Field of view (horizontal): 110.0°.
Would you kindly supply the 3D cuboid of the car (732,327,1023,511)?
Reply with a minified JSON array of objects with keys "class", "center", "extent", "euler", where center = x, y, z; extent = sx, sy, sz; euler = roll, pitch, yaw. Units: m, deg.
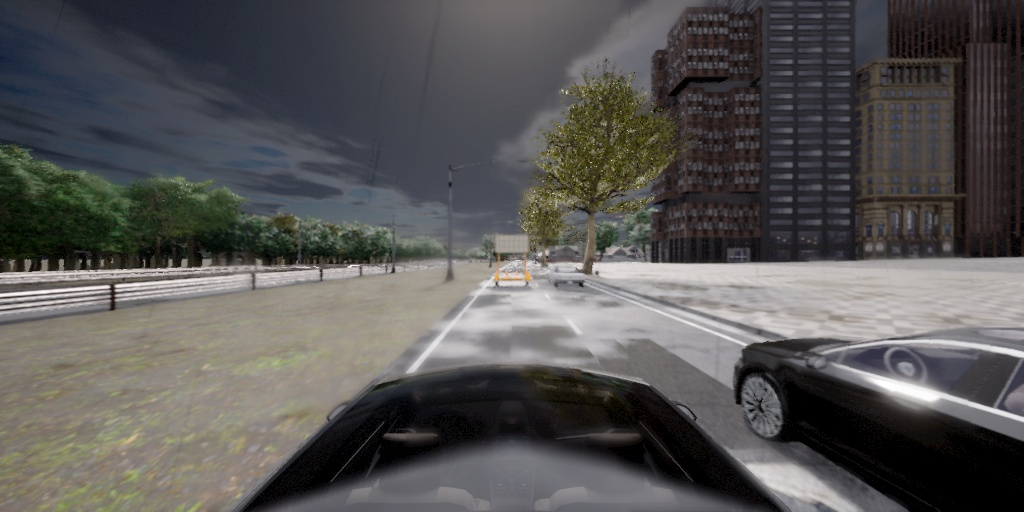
[{"class":"car","center":[3.600,1.241,2.415],"extent":[2.128,1.511,4.902],"euler":[0,0,0]}]

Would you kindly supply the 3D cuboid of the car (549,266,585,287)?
[{"class":"car","center":[3.602,1.355,24.325],"extent":[1.895,1.301,4.718],"euler":[0,0,0]}]

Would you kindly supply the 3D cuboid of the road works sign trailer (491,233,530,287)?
[{"class":"road works sign trailer","center":[0.001,0.218,24.335],"extent":[2.380,3.560,2.880],"euler":[0,0,0]}]
